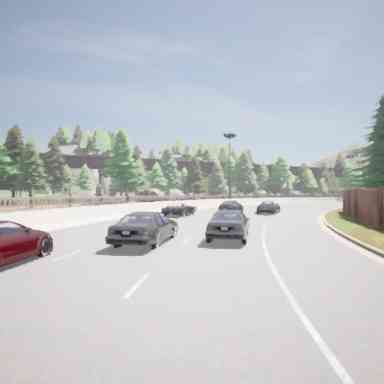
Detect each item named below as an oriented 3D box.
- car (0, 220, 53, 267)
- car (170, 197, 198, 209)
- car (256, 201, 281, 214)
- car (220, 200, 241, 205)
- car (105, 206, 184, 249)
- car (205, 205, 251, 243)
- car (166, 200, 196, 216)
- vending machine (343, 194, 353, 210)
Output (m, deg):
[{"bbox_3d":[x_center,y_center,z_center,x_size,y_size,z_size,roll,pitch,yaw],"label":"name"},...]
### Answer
[{"bbox_3d":[-6.102,1.547,10.261,1.994,1.385,4.181,0,0,6],"label":"car"},{"bbox_3d":[-1.039,1.552,48.861,1.837,1.490,4.892,0,0,30],"label":"car"},{"bbox_3d":[8.358,1.642,36.048,1.994,1.385,4.181,0,0,25],"label":"car"},{"bbox_3d":[4.132,1.583,35.153,1.812,1.442,4.674,0,0,23],"label":"car"},{"bbox_3d":[-1.999,1.555,14.710,2.033,1.411,5.357,0,0,10],"label":"car"},{"bbox_3d":[1.845,1.574,16.290,2.033,1.411,5.357,0,0,11],"label":"car"},{"bbox_3d":[-1.136,1.630,31.399,1.895,1.301,4.718,0,0,20],"label":"car"},{"bbox_3d":[20.629,1.338,44.084,1.100,2.100,0.880,0,0,33],"label":"vending machine"}]
